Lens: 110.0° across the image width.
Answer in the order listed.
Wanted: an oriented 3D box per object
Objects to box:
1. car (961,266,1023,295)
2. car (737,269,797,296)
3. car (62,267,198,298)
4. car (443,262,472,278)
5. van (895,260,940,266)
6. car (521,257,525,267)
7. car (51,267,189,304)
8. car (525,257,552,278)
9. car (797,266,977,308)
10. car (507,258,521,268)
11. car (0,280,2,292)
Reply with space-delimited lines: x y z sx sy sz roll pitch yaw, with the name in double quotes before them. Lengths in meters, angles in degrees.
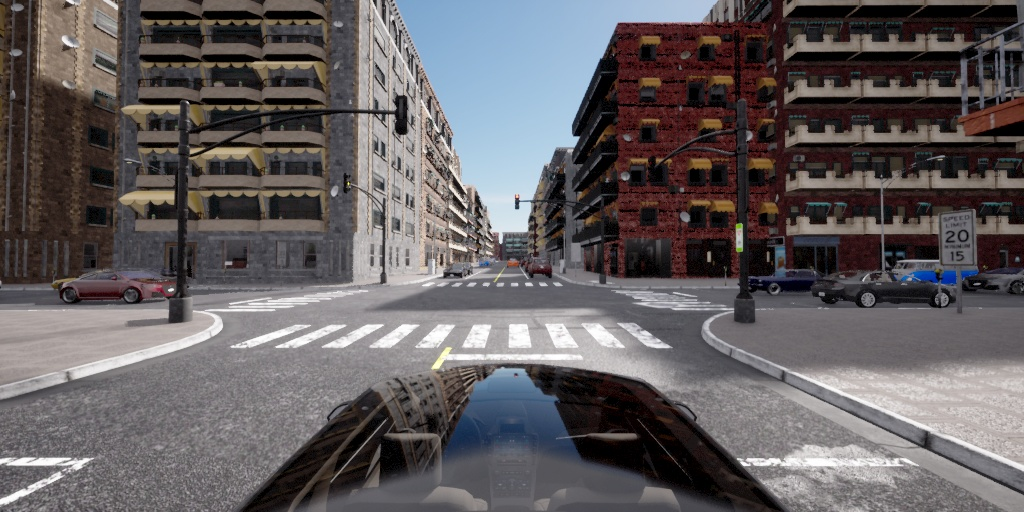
"car" 26.319 1.283 18.774 4.181 1.385 1.994 0 -1 0
"car" 14.575 1.347 18.812 4.718 1.301 1.895 0 -1 -2
"car" -19.987 1.337 18.943 4.902 1.511 2.128 0 -1 0
"car" -5.271 1.328 33.661 1.948 1.339 4.313 0 0 0
"van" 24.929 1.115 21.224 3.998 1.789 1.690 0 0 0
"car" 2.625 1.086 44.819 2.192 1.841 5.009 0 0 0
"car" -17.188 1.340 15.984 4.181 1.385 1.994 0 -1 0
"car" 2.610 1.077 33.695 2.192 1.841 5.009 0 0 0
"car" 13.761 1.185 13.387 4.403 1.370 2.007 0 0 0
"car" 0.181 1.176 63.729 2.097 1.767 4.553 0 0 0
"car" -26.677 1.027 16.026 5.566 2.045 2.150 0 -1 0
